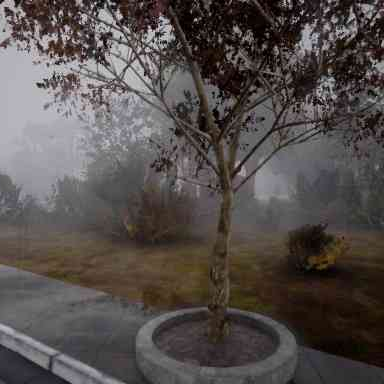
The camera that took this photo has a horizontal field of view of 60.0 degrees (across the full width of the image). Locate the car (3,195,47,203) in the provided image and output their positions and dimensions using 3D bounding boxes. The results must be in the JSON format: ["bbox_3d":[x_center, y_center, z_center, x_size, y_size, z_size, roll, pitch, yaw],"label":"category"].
[{"bbox_3d":[-17.949,1.259,37.157,1.812,1.442,4.674,1,0,32],"label":"car"}]

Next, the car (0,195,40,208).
[{"bbox_3d":[-22.570,1.174,43.292,1.837,1.490,4.892,1,0,32],"label":"car"}]
